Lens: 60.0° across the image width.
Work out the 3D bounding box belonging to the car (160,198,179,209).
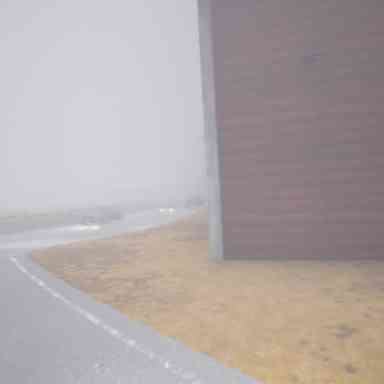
[{"bbox_3d":[-2.742,1.530,45.623,2.033,1.411,5.357,-3,0,13],"label":"car"}]

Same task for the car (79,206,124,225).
[{"bbox_3d":[-7.325,1.864,27.148,1.994,1.385,4.181,-3,0,17],"label":"car"}]

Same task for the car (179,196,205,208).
[{"bbox_3d":[0.361,1.265,43.230,2.128,1.511,4.902,-3,0,14],"label":"car"}]
